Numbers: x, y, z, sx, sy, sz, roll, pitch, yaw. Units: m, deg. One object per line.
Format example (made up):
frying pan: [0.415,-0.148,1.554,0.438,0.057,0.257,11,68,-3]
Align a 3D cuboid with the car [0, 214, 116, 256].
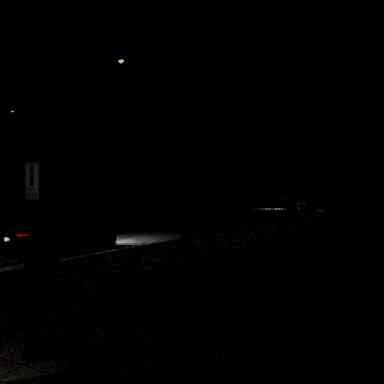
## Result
car: [-4.897,1.526,12.540,1.994,1.385,4.181,-1,0,35]

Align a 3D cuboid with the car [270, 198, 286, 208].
car: [13.088,1.614,49.102,1.812,1.442,4.674,-1,-1,35]

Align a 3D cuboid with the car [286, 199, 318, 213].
car: [12.752,1.493,37.401,2.128,1.511,4.902,-1,-1,35]
